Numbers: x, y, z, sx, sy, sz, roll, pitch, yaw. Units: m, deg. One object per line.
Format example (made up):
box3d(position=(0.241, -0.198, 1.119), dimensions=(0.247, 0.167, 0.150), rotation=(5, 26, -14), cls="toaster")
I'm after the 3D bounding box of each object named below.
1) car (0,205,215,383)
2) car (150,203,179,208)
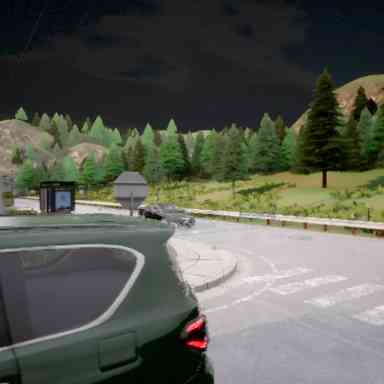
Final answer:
box3d(position=(-2.465, 1.222, 1.927), dimensions=(5.566, 2.045, 2.150), rotation=(0, 0, -32), cls="car")
box3d(position=(-1.732, 1.486, 21.242), dimensions=(2.128, 1.511, 4.902), rotation=(0, 0, -34), cls="car")
